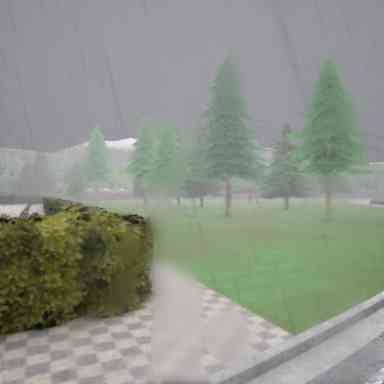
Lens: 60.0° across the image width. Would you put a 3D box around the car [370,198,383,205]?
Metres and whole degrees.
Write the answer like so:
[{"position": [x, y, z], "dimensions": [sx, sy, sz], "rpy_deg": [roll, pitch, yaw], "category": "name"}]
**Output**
[{"position": [36.581, 1.880, 65.637], "dimensions": [1.994, 1.385, 4.181], "rpy_deg": [0, 0, 16], "category": "car"}]
